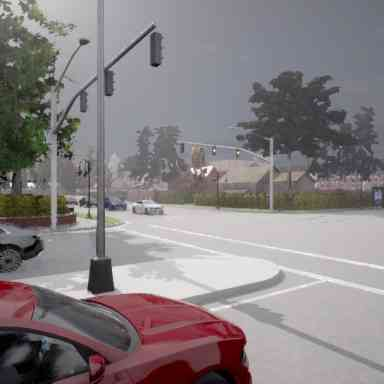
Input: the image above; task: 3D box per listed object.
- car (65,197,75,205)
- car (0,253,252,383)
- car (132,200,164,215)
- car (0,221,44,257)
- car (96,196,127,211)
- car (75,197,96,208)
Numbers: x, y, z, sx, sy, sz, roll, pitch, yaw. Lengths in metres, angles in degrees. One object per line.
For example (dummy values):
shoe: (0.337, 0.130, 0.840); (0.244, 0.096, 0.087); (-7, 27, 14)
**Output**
car: (-21.047, 1.564, 57.083); (1.994, 1.385, 4.181); (0, 0, -34)
car: (-1.717, 1.478, 2.544); (5.008, 1.535, 1.882); (0, 0, -35)
car: (-4.647, 1.526, 34.364); (1.812, 1.442, 4.674); (0, 0, -35)
car: (-6.698, 1.491, 9.060); (4.902, 1.511, 2.128); (0, 0, -36)
car: (-9.855, 1.352, 41.567); (2.097, 1.767, 4.553); (0, 0, -36)
car: (-15.248, 1.505, 49.021); (1.837, 1.490, 4.892); (0, 0, -36)
